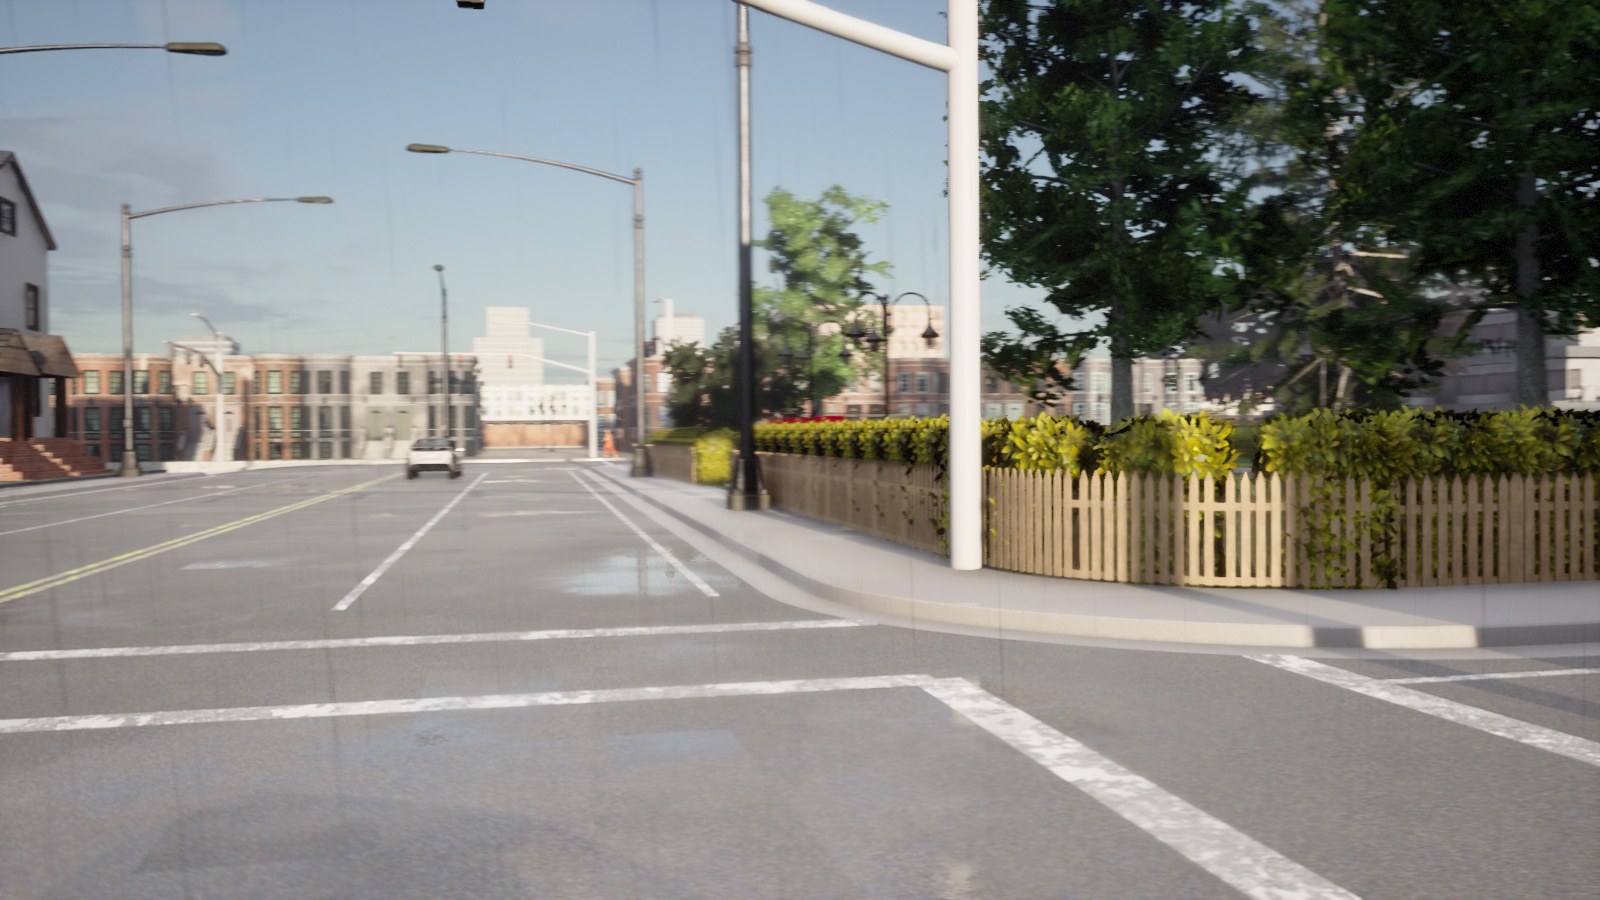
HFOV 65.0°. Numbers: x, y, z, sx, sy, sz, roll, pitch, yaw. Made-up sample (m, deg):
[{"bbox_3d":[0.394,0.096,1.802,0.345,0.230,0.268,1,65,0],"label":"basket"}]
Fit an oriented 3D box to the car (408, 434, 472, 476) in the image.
[{"bbox_3d":[-13.680,0.158,47.964,2.007,1.525,4.514,0,1,-12],"label":"car"}]
